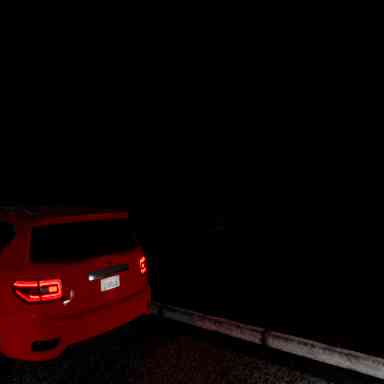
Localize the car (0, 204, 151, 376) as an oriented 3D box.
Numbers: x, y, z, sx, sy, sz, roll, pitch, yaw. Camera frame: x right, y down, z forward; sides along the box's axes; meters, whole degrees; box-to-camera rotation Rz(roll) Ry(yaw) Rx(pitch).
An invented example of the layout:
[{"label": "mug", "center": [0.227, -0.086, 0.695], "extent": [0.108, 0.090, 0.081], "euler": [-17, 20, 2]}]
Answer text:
[{"label": "car", "center": [-3.215, 1.229, 5.670], "extent": [5.566, 2.045, 2.150], "euler": [0, 0, 35]}]
